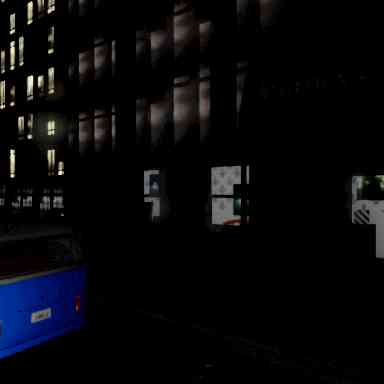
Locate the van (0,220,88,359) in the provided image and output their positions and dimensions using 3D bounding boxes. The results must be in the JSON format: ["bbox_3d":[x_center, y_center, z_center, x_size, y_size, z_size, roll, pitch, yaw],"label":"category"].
[{"bbox_3d":[-3.431,1.341,5.331,3.998,1.788,1.690,0,0,36],"label":"van"}]
